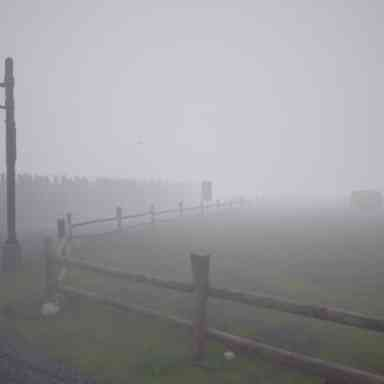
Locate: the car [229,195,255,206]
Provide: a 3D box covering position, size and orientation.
[{"bbox_3d":[7.663,1.300,50.678,1.837,1.490,4.892,-2,0,25],"label":"car"}]

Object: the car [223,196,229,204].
[{"bbox_3d":[6.917,1.353,57.646,1.837,1.490,4.892,-2,-1,25],"label":"car"}]

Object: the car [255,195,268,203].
[{"bbox_3d":[12.994,1.298,62.655,1.895,1.301,4.718,-2,0,24],"label":"car"}]
